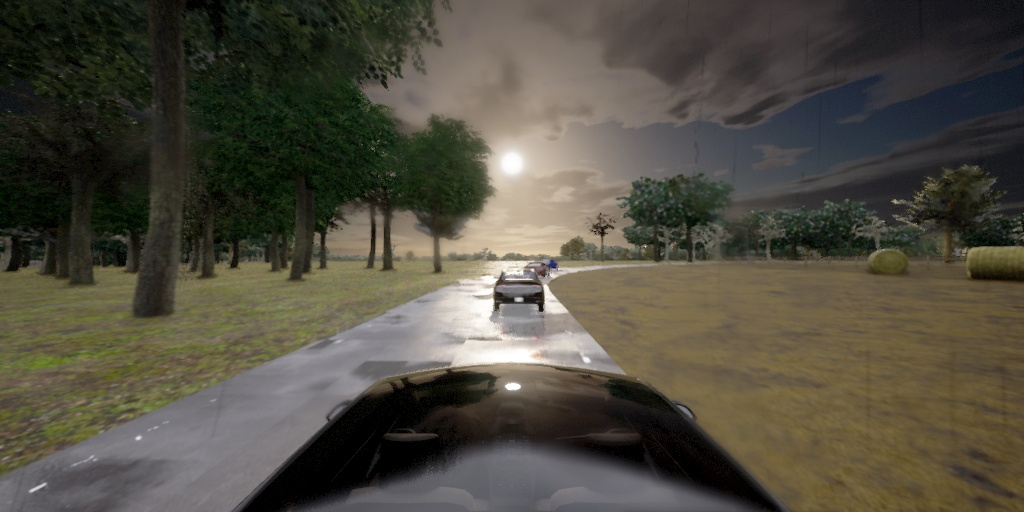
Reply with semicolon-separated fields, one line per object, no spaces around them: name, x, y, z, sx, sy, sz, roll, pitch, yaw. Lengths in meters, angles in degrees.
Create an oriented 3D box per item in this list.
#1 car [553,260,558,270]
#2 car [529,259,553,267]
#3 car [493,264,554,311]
car;4.409;1.125;46.371;1.882;1.535;5.008;0;0;27
car;2.262;1.215;32.193;1.812;1.442;4.674;0;0;13
car;0.269;1.232;14.374;2.128;1.511;4.902;0;0;1
